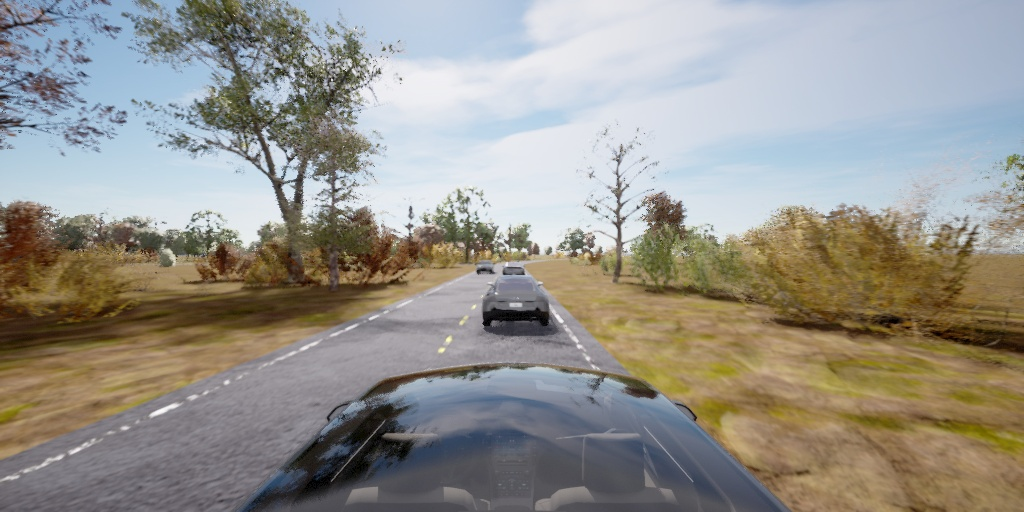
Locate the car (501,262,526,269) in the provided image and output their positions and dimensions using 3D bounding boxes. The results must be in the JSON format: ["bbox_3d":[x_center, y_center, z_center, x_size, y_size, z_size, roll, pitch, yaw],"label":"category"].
[{"bbox_3d":[0.133,1.242,30.688,2.128,1.511,4.902,0,0,0],"label":"car"}]

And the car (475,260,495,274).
[{"bbox_3d":[-3.005,1.256,40.711,1.837,1.490,4.892,0,0,1],"label":"car"}]

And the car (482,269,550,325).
[{"bbox_3d":[0.111,1.314,11.856,1.994,1.385,4.181,0,0,0],"label":"car"}]
